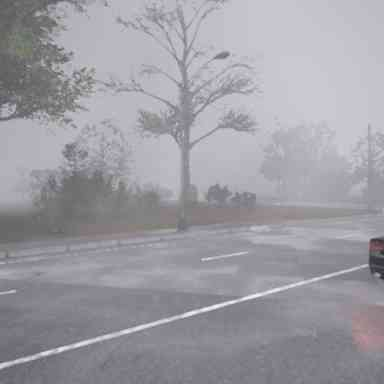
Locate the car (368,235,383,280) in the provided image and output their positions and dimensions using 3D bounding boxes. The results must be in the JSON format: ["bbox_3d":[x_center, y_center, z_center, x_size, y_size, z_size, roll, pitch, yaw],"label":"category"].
[{"bbox_3d":[6.273,1.310,8.034,5.008,1.535,1.882,-1,1,-34],"label":"car"}]

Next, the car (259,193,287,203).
[{"bbox_3d":[11.941,0.881,49.629,1.837,1.490,4.892,-1,0,-26],"label":"car"}]
